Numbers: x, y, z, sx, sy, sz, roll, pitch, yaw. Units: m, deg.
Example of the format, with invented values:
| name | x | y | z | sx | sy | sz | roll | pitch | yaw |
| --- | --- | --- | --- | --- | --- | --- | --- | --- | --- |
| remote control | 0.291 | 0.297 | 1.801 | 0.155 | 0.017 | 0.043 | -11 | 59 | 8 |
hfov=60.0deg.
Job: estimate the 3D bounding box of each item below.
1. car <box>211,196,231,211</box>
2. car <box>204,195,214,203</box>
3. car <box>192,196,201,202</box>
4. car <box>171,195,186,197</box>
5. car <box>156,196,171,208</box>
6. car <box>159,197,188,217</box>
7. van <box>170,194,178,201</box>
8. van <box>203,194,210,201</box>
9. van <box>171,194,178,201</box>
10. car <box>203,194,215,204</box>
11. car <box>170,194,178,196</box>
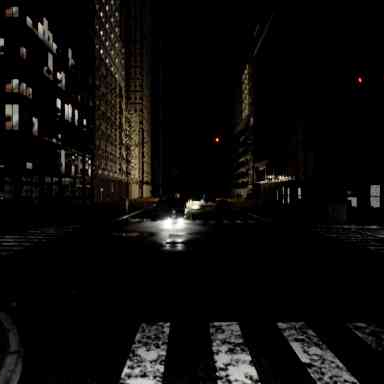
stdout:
| name | x | y | z | sx | sy | sz | roll | pitch | yaw |
| --- | --- | --- | --- | --- | --- | --- | --- | --- | --- |
| car | 3.797 | 1.579 | 41.746 | 1.947 | 1.339 | 4.313 | 0 | 0 | 0 |
| car | 3.544 | 1.432 | 69.382 | 1.967 | 1.590 | 4.097 | 0 | 0 | 0 |
| car | 0.964 | 1.512 | 73.185 | 1.812 | 1.442 | 4.674 | 0 | 0 | 0 |
| car | -1.688 | 1.539 | 44.890 | 1.812 | 1.442 | 4.674 | 0 | 1 | 0 |
| car | -4.173 | 1.592 | 47.214 | 1.802 | 1.307 | 4.206 | 0 | 0 | 0 |
| car | -1.607 | 1.509 | 31.969 | 2.128 | 1.511 | 4.902 | 0 | 0 | 0 |
| van | -4.417 | 1.321 | 80.379 | 1.690 | 1.788 | 3.998 | 0 | 0 | 0 |
| van | 3.463 | 1.321 | 80.437 | 1.690 | 1.788 | 3.998 | 0 | 0 | 0 |
| van | -4.458 | 1.315 | 85.906 | 1.690 | 1.788 | 3.998 | 0 | 0 | 0 |
| car | 3.585 | 1.313 | 63.854 | 2.192 | 1.841 | 5.009 | 0 | 0 | 0 |
| car | -4.295 | 1.564 | 63.796 | 1.947 | 1.339 | 4.313 | 0 | 0 | 0 |
